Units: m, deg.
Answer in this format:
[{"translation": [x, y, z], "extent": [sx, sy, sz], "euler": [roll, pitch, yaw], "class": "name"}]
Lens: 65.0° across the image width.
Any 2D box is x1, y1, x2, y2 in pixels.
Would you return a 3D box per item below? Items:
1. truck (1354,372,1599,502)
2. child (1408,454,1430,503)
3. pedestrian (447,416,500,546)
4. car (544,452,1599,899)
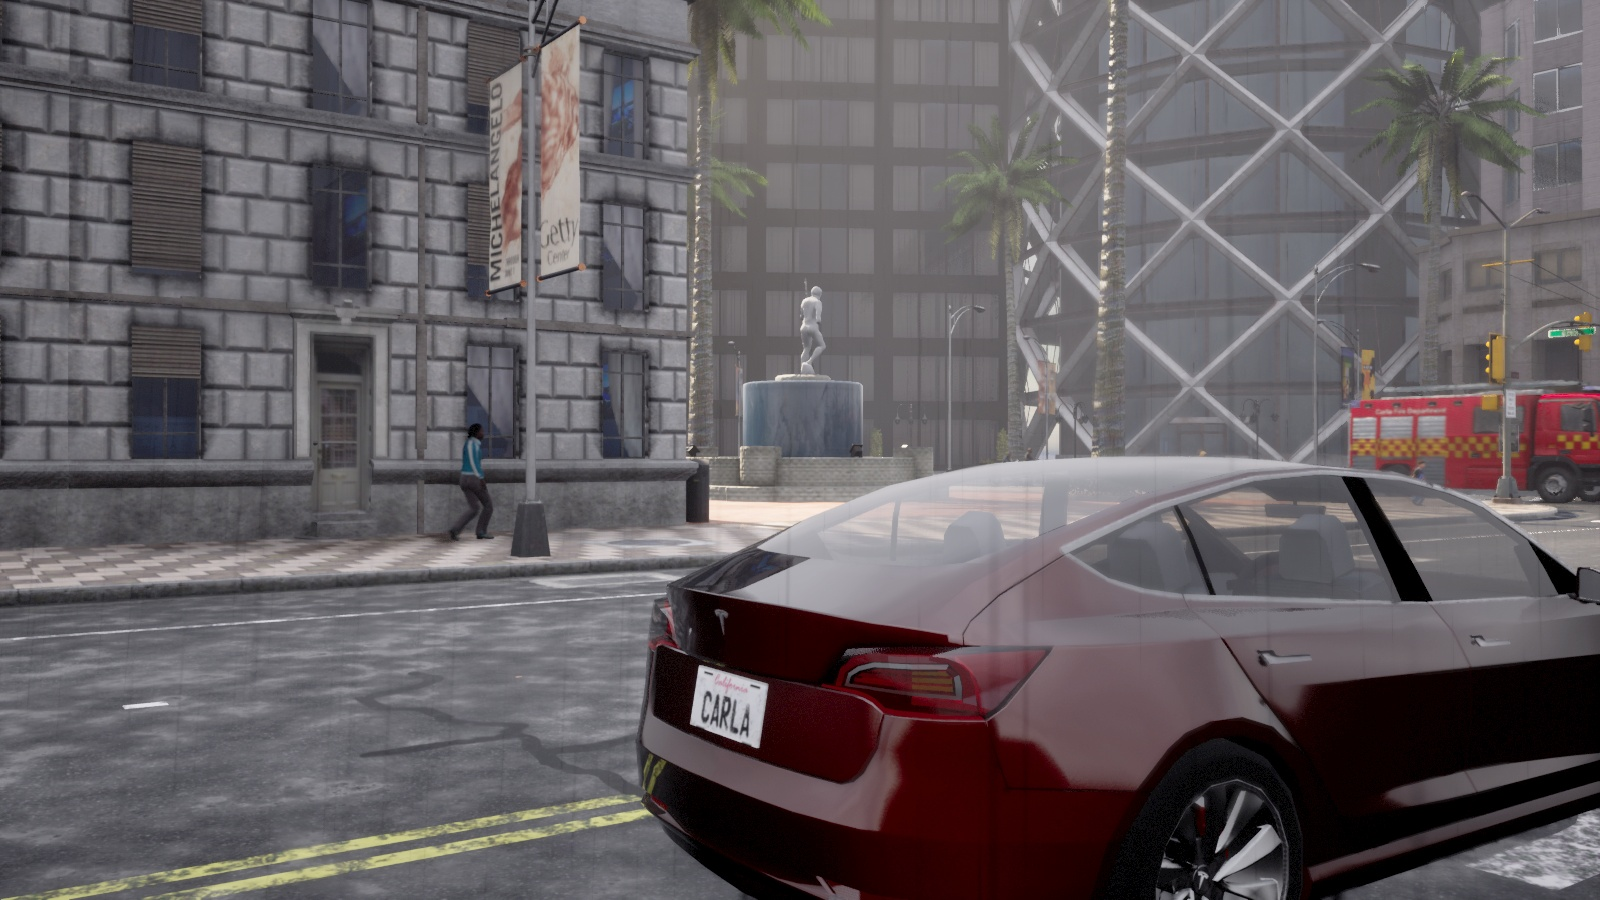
[{"translation": [22.713, -0.369, 40.631], "extent": [2.891, 3.827, 8.468], "euler": [0, 0, -35], "class": "truck"}, {"translation": [16.001, 0.727, 32.470], "extent": [0.270, 1.263, 0.437], "euler": [0, 0, -35], "class": "child"}, {"translation": [-4.926, 0.458, 18.932], "extent": [0.692, 1.930, 0.396], "euler": [0, 0, -30], "class": "pedestrian"}, {"translation": [1.700, 0.753, 4.825], "extent": [4.792, 1.488, 2.163], "euler": [0, 0, -35], "class": "car"}]
